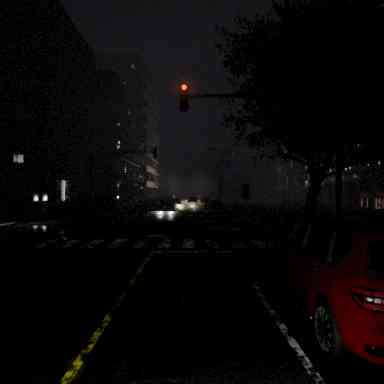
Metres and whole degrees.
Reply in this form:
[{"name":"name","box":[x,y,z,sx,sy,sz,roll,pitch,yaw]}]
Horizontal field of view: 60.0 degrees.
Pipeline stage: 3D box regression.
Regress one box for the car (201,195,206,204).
[{"name":"car","box":[2.724,1.541,49.431,1.752,1.417,4.829,0,0,0]}]

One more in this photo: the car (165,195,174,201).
[{"name":"car","box":[-5.634,1.496,82.464,1.967,1.590,4.097,0,0,0]}]

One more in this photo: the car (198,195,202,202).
[{"name":"car","box":[2.736,1.616,65.859,1.802,1.307,4.206,0,0,0]}]

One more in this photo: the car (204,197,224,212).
[{"name":"car","box":[2.717,1.552,38.196,1.887,1.381,4.507,0,0,0]}]

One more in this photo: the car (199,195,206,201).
[{"name":"car","box":[2.750,1.609,87.990,1.887,1.381,4.507,0,0,0]}]

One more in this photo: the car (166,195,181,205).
[{"name":"car","box":[-3.040,1.590,58.863,1.994,1.385,4.181,0,0,0]}]

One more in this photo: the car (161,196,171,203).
[{"name":"car","box":[-5.641,1.622,71.397,1.802,1.307,4.206,0,0,0]}]

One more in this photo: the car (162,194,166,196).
[{"name":"car","box":[-5.648,1.468,60.333,1.967,1.590,4.097,0,0,0]}]

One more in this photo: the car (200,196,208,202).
[{"name":"car","box":[2.743,1.573,77.095,1.752,1.417,4.829,0,0,0]}]

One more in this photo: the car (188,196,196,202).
[{"name":"car","box":[0.055,1.646,79.278,1.895,1.301,4.718,0,0,0]}]

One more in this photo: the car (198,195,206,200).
[{"name":"car","box":[2.754,1.625,93.523,2.008,1.369,4.403,0,0,0]}]

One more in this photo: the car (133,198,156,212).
[{"name":"car","box":[-5.663,1.558,38.202,2.008,1.369,4.403,0,0,0]}]

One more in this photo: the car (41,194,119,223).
[{"name":"car","box":[-8.382,1.184,25.269,5.566,2.045,2.150,2,1,-30]}]

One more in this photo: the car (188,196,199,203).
[{"name":"car","box":[0.151,1.602,69.376,1.994,1.385,4.181,0,0,0]}]

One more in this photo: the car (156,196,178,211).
[{"name":"car","box":[-3.074,1.572,39.989,1.994,1.385,4.181,0,0,0]}]

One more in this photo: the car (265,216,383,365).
[{"name":"car","box":[2.697,1.314,5.808,2.192,1.841,5.009,0,0,0]}]

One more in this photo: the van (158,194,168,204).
[{"name":"van","box":[-5.645,1.375,65.866,1.690,1.788,3.998,0,0,0]}]
